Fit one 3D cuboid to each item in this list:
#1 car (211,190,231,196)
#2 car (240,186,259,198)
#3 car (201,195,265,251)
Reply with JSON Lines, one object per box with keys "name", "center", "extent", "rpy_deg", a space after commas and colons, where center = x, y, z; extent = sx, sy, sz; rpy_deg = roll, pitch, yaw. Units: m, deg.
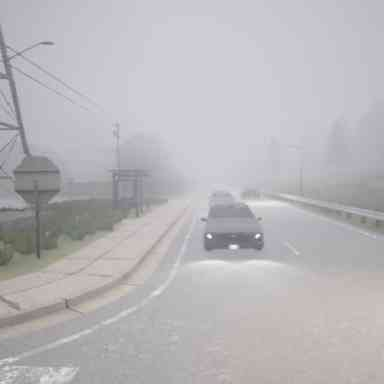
{"name": "car", "center": [2.226, 0.595, 25.352], "extent": [2.033, 1.411, 5.357], "rpy_deg": [-1, 2, 4]}
{"name": "car", "center": [6.570, 0.039, 38.117], "extent": [1.812, 1.442, 4.674], "rpy_deg": [-1, 2, 3]}
{"name": "car", "center": [1.387, 1.079, 12.100], "extent": [2.033, 1.411, 5.357], "rpy_deg": [-1, 2, 5]}
